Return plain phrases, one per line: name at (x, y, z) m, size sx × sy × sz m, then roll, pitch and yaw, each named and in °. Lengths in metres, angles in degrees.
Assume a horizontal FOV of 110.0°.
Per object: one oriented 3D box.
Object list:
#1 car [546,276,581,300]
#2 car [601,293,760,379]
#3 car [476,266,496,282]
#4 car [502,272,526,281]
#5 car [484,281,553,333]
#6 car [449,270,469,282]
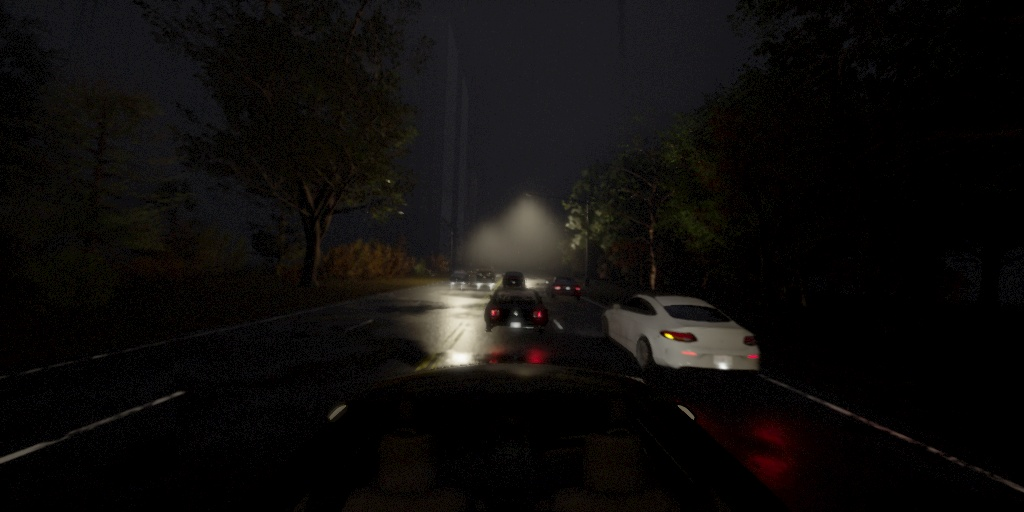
car at (3.401, 2.090, 24.229) m, size 2.033 × 1.411 × 5.357 m, roll 3°, pitch -2°, yaw 0°
car at (3.364, 1.560, 8.001) m, size 1.812 × 1.442 × 4.674 m, roll 3°, pitch -2°, yaw 0°
car at (-3.265, 2.285, 45.675) m, size 2.150 × 2.045 × 5.566 m, roll 2°, pitch -2°, yaw 0°
car at (0.154, 2.095, 31.051) m, size 1.882 × 1.535 × 5.008 m, roll 1°, pitch -3°, yaw 0°
car at (0.123, 1.739, 12.458) m, size 1.895 × 1.301 × 4.718 m, roll 2°, pitch -2°, yaw 0°
car at (-6.527, 2.496, 45.004) m, size 2.033 × 1.411 × 5.357 m, roll 2°, pitch -2°, yaw 0°
